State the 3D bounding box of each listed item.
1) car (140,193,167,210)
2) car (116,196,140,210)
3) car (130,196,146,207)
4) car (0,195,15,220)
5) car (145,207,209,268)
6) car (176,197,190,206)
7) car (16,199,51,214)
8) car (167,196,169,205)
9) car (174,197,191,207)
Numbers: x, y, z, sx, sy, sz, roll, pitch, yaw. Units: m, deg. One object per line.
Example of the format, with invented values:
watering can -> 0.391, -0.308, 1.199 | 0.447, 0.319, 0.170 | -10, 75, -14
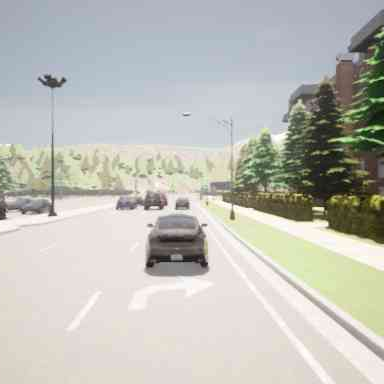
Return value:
car -> -4.688, 1.146, 41.429 | 2.150, 2.045, 5.566 | 0, 0, -1
car -> -8.200, 1.288, 42.046 | 2.097, 1.767, 4.553 | 0, 0, -1
car -> -8.398, 1.420, 51.972 | 1.837, 1.490, 4.892 | 0, 0, -1
car -> -15.910, 1.226, 24.689 | 2.150, 2.045, 5.566 | 0, 0, -1
car -> -0.494, 1.481, 11.233 | 1.837, 1.490, 4.892 | 0, 0, -2
car -> -1.405, 1.452, 52.425 | 1.994, 1.385, 4.181 | 0, 0, -1
car -> -16.124, 1.506, 35.034 | 1.812, 1.442, 4.674 | 0, 0, 0
car -> -4.900, 1.123, 52.071 | 2.150, 2.045, 5.566 | 0, 0, -1
car -> -1.205, 1.402, 42.360 | 2.128, 1.511, 4.902 | 0, 0, -1
